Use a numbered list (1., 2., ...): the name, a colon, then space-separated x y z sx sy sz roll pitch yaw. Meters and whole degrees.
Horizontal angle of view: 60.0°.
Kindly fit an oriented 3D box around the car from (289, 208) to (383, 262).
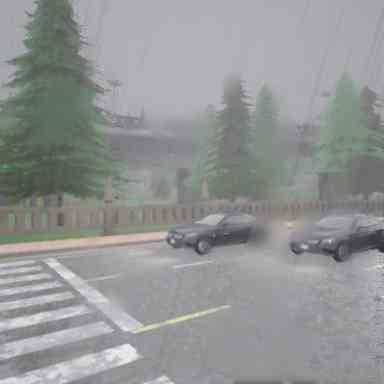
1. car: 5.579 1.521 12.176 4.674 1.442 1.812 0 0 -35

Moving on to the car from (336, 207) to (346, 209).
1. car: 8.491 1.557 18.273 4.181 1.385 1.994 0 0 -34

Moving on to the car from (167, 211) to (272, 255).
1. car: 1.221 1.521 13.412 4.674 1.442 1.812 0 0 -34
